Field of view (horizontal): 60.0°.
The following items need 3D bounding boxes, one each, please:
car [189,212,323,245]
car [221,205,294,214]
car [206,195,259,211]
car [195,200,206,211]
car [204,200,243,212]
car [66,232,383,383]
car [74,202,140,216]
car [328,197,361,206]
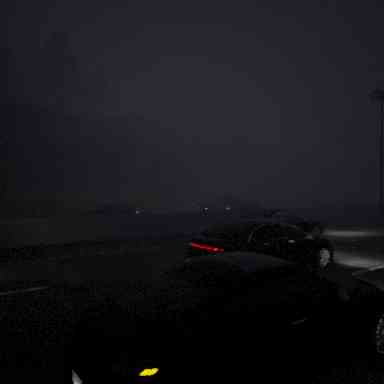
[{"bbox_3d":[2.124,1.530,9.562,4.892,1.490,1.837,0,0,-36],"label":"car"},{"bbox_3d":[4.024,1.533,15.217,4.902,1.511,2.128,0,0,-35],"label":"car"},{"bbox_3d":[3.878,1.418,28.255,4.553,1.767,2.097,0,0,-35],"label":"car"},{"bbox_3d":[2.944,1.303,36.189,5.566,2.045,2.150,1,0,-35],"label":"car"},{"bbox_3d":[3.926,1.694,41.184,4.718,1.301,1.895,0,0,-35],"label":"car"},{"bbox_3d":[0.843,1.536,4.348,4.674,1.442,1.812,0,0,-36],"label":"car"},{"bbox_3d":[-6.366,1.538,25.248,4.892,1.490,1.837,1,0,-35],"label":"car"},{"bbox_3d":[19.855,1.671,43.911,4.674,1.442,1.812,0,0,-35],"label":"car"}]
